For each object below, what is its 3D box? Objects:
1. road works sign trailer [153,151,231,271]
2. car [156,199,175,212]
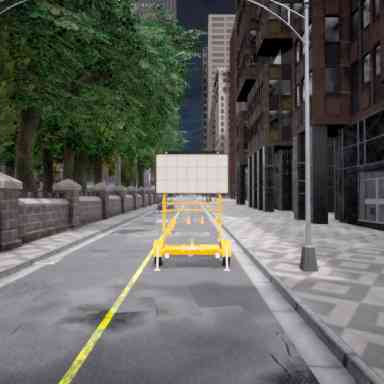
[{"bbox_3d":[0.006,0.472,10.919,2.380,3.560,2.880,0,0,0],"label":"road works sign trailer"},{"bbox_3d":[-3.082,1.551,39.226,2.128,1.511,4.902,0,0,0],"label":"car"}]
